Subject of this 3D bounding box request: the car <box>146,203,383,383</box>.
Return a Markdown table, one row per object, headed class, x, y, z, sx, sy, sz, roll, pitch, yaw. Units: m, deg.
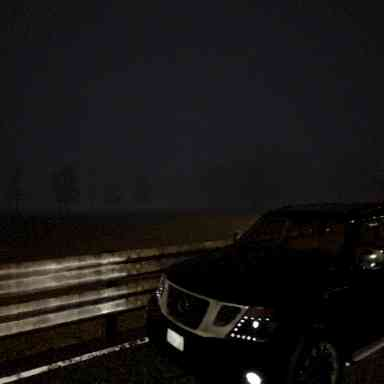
| class | x | y | z | sx | sy | sz | roll | pitch | yaw |
| --- | --- | --- | --- | --- | --- | --- | --- | --- | --- |
| car | 2.072 | 1.223 | 5.157 | 5.566 | 2.045 | 2.150 | 0 | 0 | -35 |
